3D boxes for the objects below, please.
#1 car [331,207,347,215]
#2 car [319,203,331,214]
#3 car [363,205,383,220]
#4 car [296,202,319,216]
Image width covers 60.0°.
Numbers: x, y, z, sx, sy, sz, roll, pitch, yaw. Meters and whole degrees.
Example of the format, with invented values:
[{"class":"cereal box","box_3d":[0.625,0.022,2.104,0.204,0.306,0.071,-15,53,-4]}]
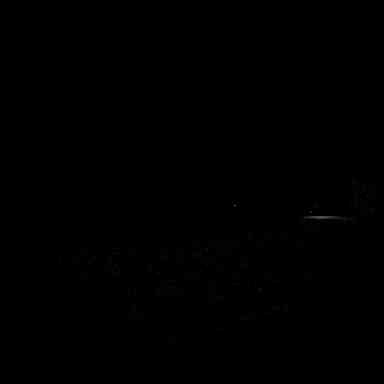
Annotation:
[{"class":"car","box_3d":[18.355,1.923,36.956,1.887,1.381,4.507,0,-1,-36]},{"class":"car","box_3d":[14.973,1.962,41.661,1.752,1.417,4.829,0,-1,-36]},{"class":"car","box_3d":[16.896,1.846,28.835,1.895,1.301,4.718,1,-1,-37]},{"class":"car","box_3d":[11.056,1.850,36.917,1.837,1.490,4.892,1,-1,-36]}]
